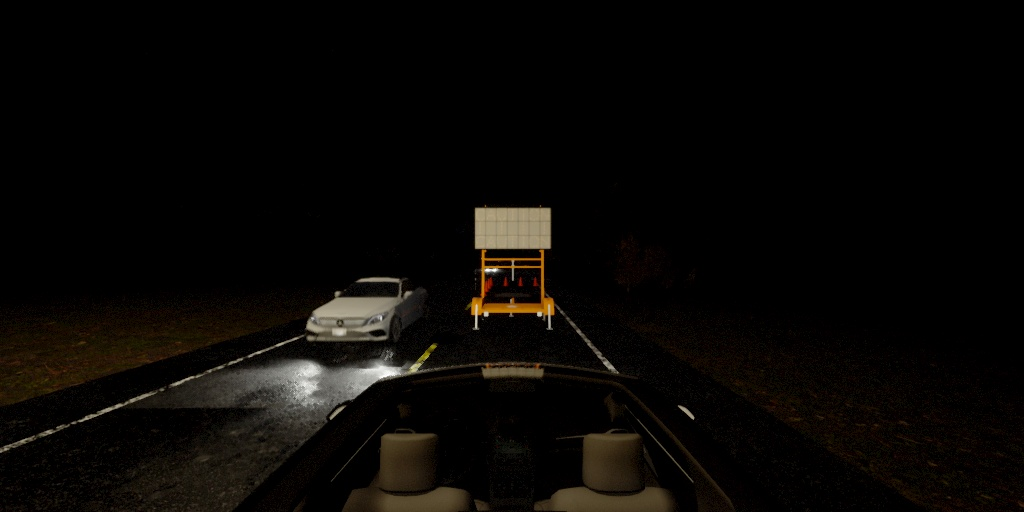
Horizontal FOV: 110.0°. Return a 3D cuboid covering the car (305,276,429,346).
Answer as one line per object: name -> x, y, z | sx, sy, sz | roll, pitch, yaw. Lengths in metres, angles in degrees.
car -> -3.476, 1.276, 9.564 | 1.812, 1.442, 4.674 | 0, 0, 0

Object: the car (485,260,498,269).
car -> -3.327, 1.276, 58.148 | 2.128, 1.511, 4.902 | 0, 0, 0

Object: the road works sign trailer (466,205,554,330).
road works sign trailer -> 0.028, 0.215, 11.140 | 2.380, 3.560, 2.880 | 0, 0, 0
